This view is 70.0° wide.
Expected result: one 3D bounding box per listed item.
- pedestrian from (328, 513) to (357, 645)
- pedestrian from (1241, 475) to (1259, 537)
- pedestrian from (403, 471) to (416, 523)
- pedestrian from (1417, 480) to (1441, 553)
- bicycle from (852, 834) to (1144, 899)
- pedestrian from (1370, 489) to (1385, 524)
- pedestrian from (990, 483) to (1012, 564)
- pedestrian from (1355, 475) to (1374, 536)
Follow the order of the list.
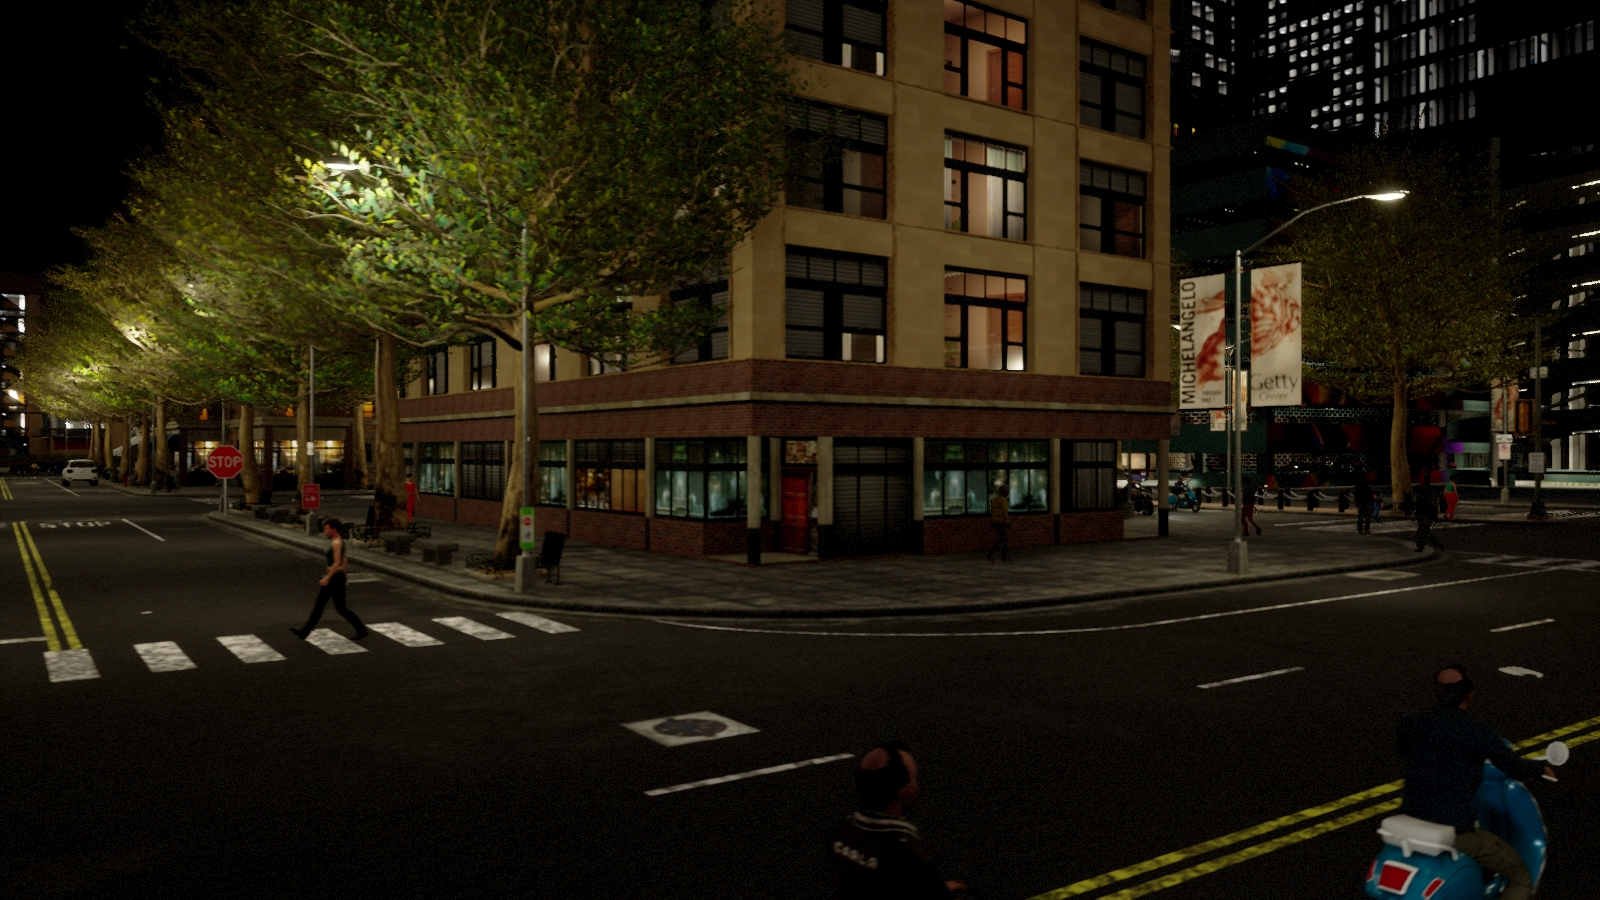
[{"bbox_3d":[-6.621,1.849,16.540,0.375,1.860,0.375,0,0,-25],"label":"pedestrian"},{"bbox_3d":[13.647,1.697,34.669,0.375,1.860,0.375,0,0,-39],"label":"pedestrian"},{"bbox_3d":[-14.070,1.696,41.196,0.375,1.860,0.375,0,0,-29],"label":"pedestrian"},{"bbox_3d":[16.115,1.697,29.274,0.375,1.860,0.375,0,0,-4],"label":"pedestrian"},{"bbox_3d":[0.524,2.210,4.163,1.835,1.171,0.329,0,0,-35],"label":"bicycle"},{"bbox_3d":[21.880,2.129,43.305,0.375,1.300,0.375,0,0,-35],"label":"pedestrian"},{"bbox_3d":[4.689,1.696,26.606,0.375,1.860,0.375,0,0,-16],"label":"pedestrian"},{"bbox_3d":[17.310,1.697,35.029,0.375,1.860,0.375,0,0,-4],"label":"pedestrian"}]
